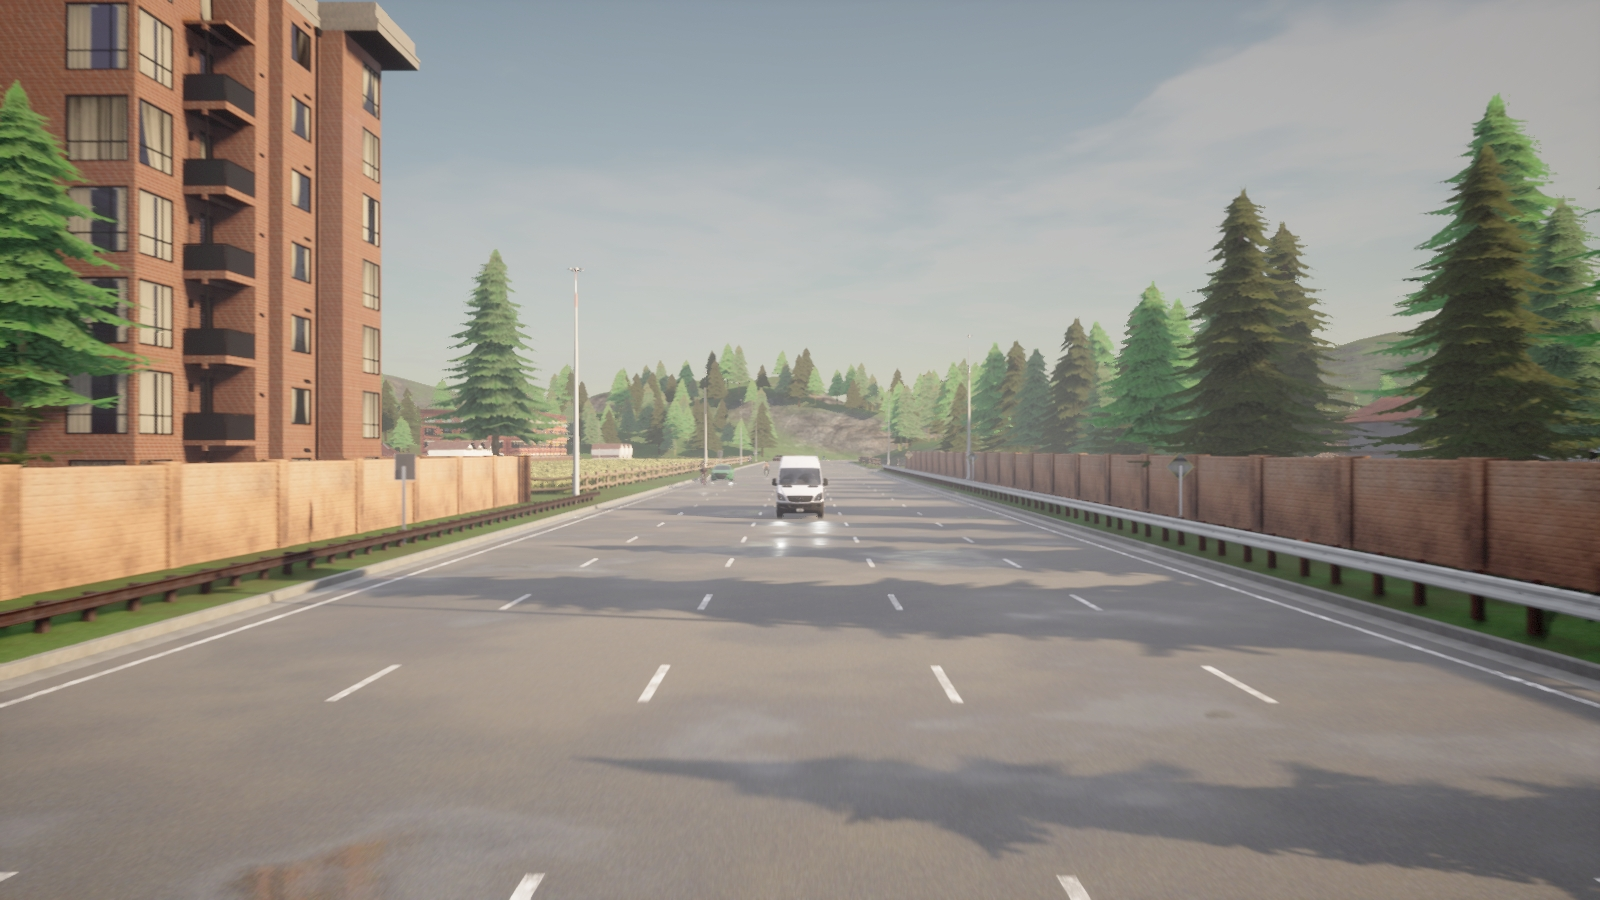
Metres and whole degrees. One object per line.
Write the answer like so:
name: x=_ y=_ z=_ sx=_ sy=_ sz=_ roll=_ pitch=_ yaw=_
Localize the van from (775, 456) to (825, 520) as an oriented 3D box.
van: x=0.004 y=1.534 z=48.797 sx=1.988 sy=2.561 sz=5.915 roll=0 pitch=0 yaw=0
